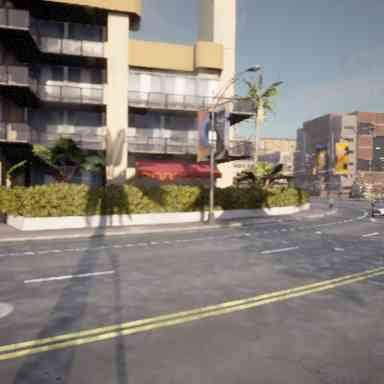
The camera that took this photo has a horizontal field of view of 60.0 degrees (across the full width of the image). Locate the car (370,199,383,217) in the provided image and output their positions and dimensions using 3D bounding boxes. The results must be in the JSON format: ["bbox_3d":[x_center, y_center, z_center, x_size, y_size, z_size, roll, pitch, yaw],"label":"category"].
[{"bbox_3d":[16.093,1.300,27.696,2.128,1.511,4.902,1,1,31],"label":"car"}]
